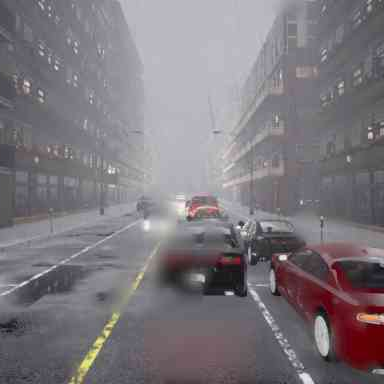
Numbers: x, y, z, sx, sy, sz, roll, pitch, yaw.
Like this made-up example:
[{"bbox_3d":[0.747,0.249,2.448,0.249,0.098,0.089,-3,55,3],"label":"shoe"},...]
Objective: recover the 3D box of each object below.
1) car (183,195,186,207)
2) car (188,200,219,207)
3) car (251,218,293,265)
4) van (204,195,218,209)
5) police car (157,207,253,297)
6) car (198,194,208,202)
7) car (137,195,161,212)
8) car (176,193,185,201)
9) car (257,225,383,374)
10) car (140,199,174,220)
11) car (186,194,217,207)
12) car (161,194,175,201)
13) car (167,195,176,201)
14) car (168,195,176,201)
[{"bbox_3d":[0.005,1.536,46.314,1.812,1.442,4.674,0,0,0],"label":"car"},{"bbox_3d":[0.818,1.459,18.747,1.801,1.575,5.366,0,0,0],"label":"car"},{"bbox_3d":[2.570,1.553,11.388,2.008,1.369,4.403,1,0,0],"label":"car"},{"bbox_3d":[2.565,1.351,45.414,1.690,1.788,3.998,1,0,0],"label":"van"},{"bbox_3d":[0.432,1.427,8.813,1.930,1.638,5.238,0,0,7],"label":"police car"},{"bbox_3d":[2.557,1.333,79.439,2.192,1.841,5.009,1,0,0],"label":"car"},{"bbox_3d":[-5.314,1.324,39.711,2.192,1.841,5.009,1,0,0],"label":"car"},{"bbox_3d":[-2.770,1.240,82.348,2.150,2.045,5.566,0,0,0],"label":"car"},{"bbox_3d":[2.571,1.546,5.718,1.887,1.381,4.507,1,0,0],"label":"car"},{"bbox_3d":[-2.858,1.570,27.919,1.994,1.385,4.181,0,0,0],"label":"car"},{"bbox_3d":[0.817,1.230,24.588,2.150,2.045,5.566,0,0,0],"label":"car"},{"bbox_3d":[-5.320,1.330,68.066,2.192,1.841,5.009,1,0,0],"label":"car"},{"bbox_3d":[-5.327,1.570,85.078,2.008,1.369,4.403,1,0,0],"label":"car"},{"bbox_3d":[-5.329,1.587,90.749,1.947,1.339,4.313,1,0,0],"label":"car"}]
